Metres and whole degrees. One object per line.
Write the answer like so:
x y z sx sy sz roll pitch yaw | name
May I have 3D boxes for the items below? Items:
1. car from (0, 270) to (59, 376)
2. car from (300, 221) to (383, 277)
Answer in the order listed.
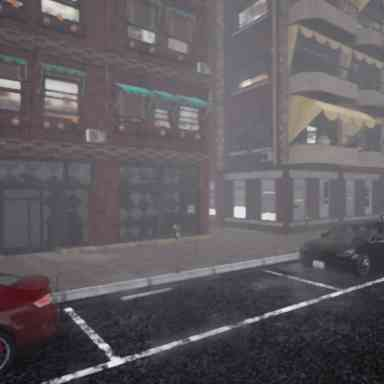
-3.797 1.580 3.859 4.206 1.307 1.802 0 0 -35 | car
5.203 1.590 10.277 4.313 1.339 1.947 0 -1 -35 | car
